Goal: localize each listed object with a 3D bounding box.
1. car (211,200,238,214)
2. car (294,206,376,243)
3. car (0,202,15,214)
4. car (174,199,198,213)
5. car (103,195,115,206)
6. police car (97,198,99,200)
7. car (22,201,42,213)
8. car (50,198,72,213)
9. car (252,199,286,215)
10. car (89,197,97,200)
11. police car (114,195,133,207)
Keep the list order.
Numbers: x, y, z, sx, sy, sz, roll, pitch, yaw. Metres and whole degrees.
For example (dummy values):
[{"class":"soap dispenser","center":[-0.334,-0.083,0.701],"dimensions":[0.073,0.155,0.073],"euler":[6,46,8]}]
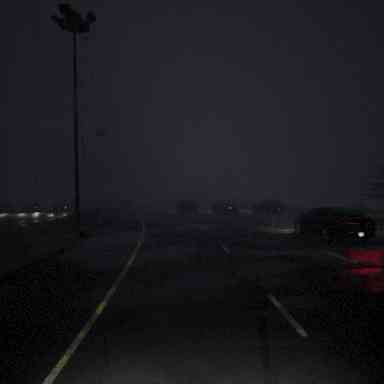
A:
[{"class":"car","center":[3.373,1.557,35.249],"dimensions":[1.994,1.385,4.181],"euler":[-1,0,-13]},{"class":"car","center":[6.455,1.419,15.582],"dimensions":[1.837,1.490,4.892],"euler":[0,0,-6]},{"class":"car","center":[-23.943,2.011,42.122],"dimensions":[2.033,1.411,5.357],"euler":[-1,0,-17]},{"class":"car","center":[-0.753,1.544,37.975],"dimensions":[1.882,1.535,5.008],"euler":[0,0,-14]},{"class":"car","center":[-15.305,1.575,65.264],"dimensions":[2.150,2.045,5.566],"euler":[-1,0,-25]},{"class":"police car","center":[-18.068,1.831,70.868],"dimensions":[1.930,1.638,5.238],"euler":[-1,0,-27]},{"class":"car","center":[-20.617,1.935,43.078],"dimensions":[1.812,1.442,4.674],"euler":[-1,0,-17]},{"class":"car","center":[-16.727,1.847,42.303],"dimensions":[1.837,1.490,4.892],"euler":[-1,0,-16]},{"class":"car","center":[7.462,1.412,32.870],"dimensions":[2.128,1.511,4.902],"euler":[-1,0,-12]},{"class":"car","center":[-25.401,1.994,85.431],"dimensions":[2.033,1.411,5.357],"euler":[-1,0,-35]},{"class":"police car","center":[-11.288,1.695,55.883],"dimensions":[1.930,1.638,5.238],"euler":[-1,0,-21]}]
